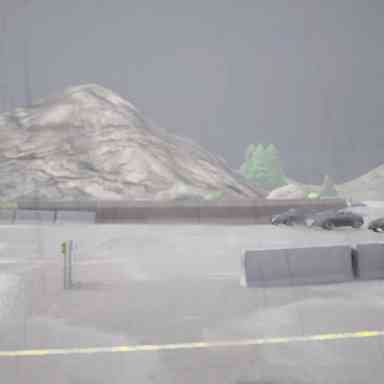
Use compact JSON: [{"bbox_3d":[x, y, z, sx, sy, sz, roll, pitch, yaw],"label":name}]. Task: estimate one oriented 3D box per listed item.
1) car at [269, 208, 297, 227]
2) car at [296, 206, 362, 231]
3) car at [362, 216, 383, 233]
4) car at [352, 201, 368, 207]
[{"bbox_3d":[8.677,2.125,27.647,4.892,1.490,1.837,2,-3,-25],"label":"car"},{"bbox_3d":[10.535,2.029,24.645,4.902,1.511,2.128,1,-2,-26],"label":"car"},{"bbox_3d":[14.368,2.067,22.603,5.357,1.411,2.033,1,-1,-28],"label":"car"},{"bbox_3d":[41.339,3.036,82.384,2.033,1.411,5.357,0,-1,0],"label":"car"}]
